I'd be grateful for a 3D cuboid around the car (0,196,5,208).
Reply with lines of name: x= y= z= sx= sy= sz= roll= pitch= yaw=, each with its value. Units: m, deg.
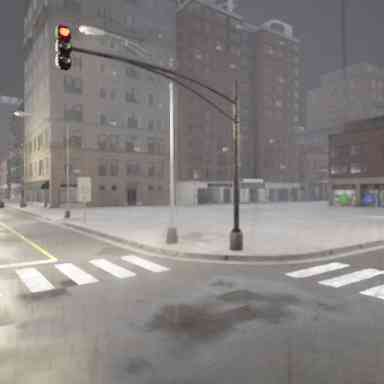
car: x=-26.017 y=1.231 z=43.646 sx=2.097 sy=1.767 sz=4.553 roll=0 pitch=0 yaw=-36
